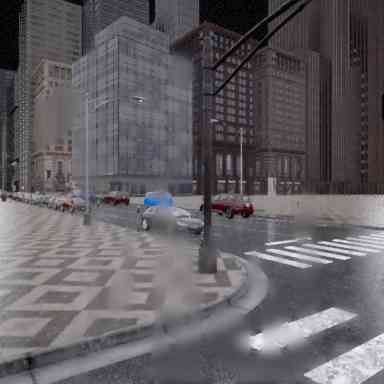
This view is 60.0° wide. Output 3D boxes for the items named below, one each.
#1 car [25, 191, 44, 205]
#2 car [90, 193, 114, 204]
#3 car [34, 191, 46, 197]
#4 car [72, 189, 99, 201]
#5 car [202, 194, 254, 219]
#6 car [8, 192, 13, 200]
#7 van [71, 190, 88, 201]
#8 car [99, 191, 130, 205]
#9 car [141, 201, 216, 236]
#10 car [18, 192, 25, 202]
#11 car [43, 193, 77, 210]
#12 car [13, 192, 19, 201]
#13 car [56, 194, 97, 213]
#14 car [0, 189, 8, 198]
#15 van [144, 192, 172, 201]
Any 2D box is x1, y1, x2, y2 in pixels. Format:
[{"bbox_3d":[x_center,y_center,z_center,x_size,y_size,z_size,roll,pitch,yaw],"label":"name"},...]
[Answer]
[{"bbox_3d":[-20.103,0.939,43.605,2.008,1.369,4.403,1,0,-35],"label":"car"},{"bbox_3d":[-13.156,0.934,48.547,2.008,1.369,4.403,1,0,-35],"label":"car"},{"bbox_3d":[-38.509,0.494,84.112,1.887,1.381,4.507,0,0,-35],"label":"car"},{"bbox_3d":[-15.756,0.596,47.755,2.150,2.045,5.566,0,1,-35],"label":"car"},{"bbox_3d":[2.693,1.049,26.317,2.192,1.841,5.009,1,0,-35],"label":"car"},{"bbox_3d":[-29.609,0.747,56.940,1.887,1.381,4.507,1,0,-35],"label":"car"},{"bbox_3d":[-19.492,0.597,57.438,1.690,1.788,3.998,1,0,-35],"label":"van"},{"bbox_3d":[-9.984,0.765,44.100,2.192,1.841,5.009,1,0,-35],"label":"car"},{"bbox_3d":[-1.090,1.366,16.933,2.008,1.369,4.403,1,0,-35],"label":"car"},{"bbox_3d":[-23.272,0.874,48.050,2.008,1.369,4.403,1,0,-35],"label":"car"},{"bbox_3d":[-13.765,1.074,34.713,2.008,1.369,4.403,1,0,-35],"label":"car"},{"bbox_3d":[-26.439,0.702,52.495,1.967,1.590,4.097,1,0,-35],"label":"car"},{"bbox_3d":[-10.596,1.139,30.268,1.887,1.381,4.507,1,0,-35],"label":"car"},{"bbox_3d":[-39.116,0.611,70.276,1.947,1.339,4.313,1,0,-35],"label":"car"},{"bbox_3d":[-3.645,0.930,35.208,1.690,1.788,3.998,1,0,-35],"label":"van"}]
